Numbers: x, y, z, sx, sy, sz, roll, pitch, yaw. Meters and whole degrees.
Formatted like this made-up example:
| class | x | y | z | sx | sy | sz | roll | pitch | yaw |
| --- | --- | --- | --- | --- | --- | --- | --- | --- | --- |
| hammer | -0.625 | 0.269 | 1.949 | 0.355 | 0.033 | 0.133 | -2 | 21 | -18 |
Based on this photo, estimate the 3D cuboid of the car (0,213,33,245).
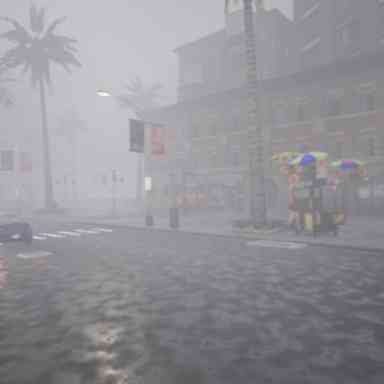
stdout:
| class | x | y | z | sx | sy | sz | roll | pitch | yaw |
| --- | --- | --- | --- | --- | --- | --- | --- | --- | --- |
| car | -8.940 | 1.681 | 15.259 | 4.674 | 1.442 | 1.812 | -1 | 0 | 43 |

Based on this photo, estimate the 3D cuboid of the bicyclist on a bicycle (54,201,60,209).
| class | x | y | z | sx | sy | sz | roll | pitch | yaw |
| --- | --- | --- | --- | --- | --- | --- | --- | --- | --- |
| bicyclist on a bicycle | -14.441 | 1.547 | 34.636 | 0.582 | 1.620 | 1.656 | -1 | 0 | 42 |
